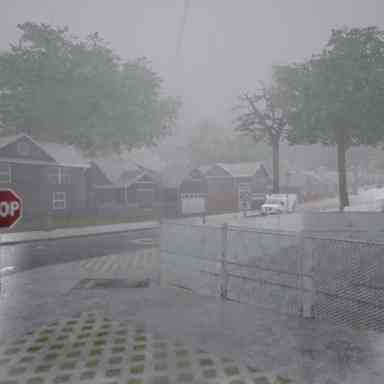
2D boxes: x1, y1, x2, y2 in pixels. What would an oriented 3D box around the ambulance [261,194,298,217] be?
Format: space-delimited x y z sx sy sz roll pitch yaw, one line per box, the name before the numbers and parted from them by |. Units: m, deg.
ambulance | 9.924 1.470 37.817 2.351 2.431 6.366 -1 0 36
